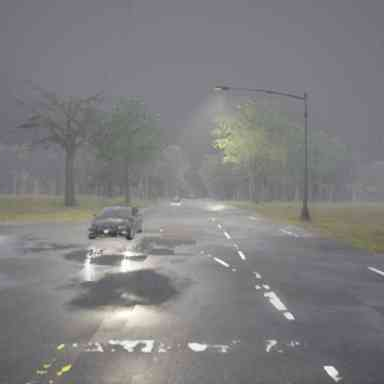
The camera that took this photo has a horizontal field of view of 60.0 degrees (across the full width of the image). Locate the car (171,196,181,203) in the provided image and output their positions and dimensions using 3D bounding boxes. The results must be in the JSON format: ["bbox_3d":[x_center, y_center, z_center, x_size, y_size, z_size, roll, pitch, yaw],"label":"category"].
[{"bbox_3d":[-3.485,1.680,72.084,2.128,1.511,4.902,0,0,1],"label":"car"}]

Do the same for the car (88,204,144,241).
[{"bbox_3d":[-3.477,1.375,15.886,1.837,1.490,4.892,1,-1,0],"label":"car"}]
